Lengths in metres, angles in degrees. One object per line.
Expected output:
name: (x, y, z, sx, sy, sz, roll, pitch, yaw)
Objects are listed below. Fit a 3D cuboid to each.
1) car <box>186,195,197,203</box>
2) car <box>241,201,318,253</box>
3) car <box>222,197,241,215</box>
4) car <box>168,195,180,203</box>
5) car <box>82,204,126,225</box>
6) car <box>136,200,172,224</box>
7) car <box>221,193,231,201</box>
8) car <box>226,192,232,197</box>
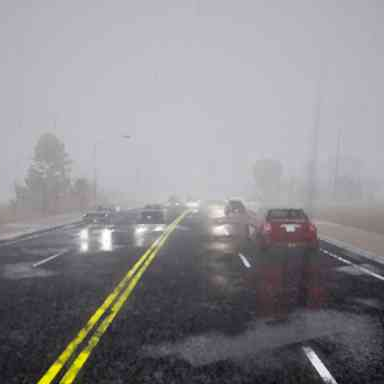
car: (-0.108, 1.375, 66.001, 2.128, 1.511, 4.902, 0, 0, 6)
car: (3.528, 1.337, 13.878, 2.097, 1.767, 4.553, 0, 0, 1)
car: (4.166, 1.478, 32.578, 1.812, 1.442, 4.674, 0, 0, 3)
car: (-3.507, 1.344, 64.462, 1.882, 1.535, 5.008, 0, 0, 5)
car: (-6.162, 1.565, 23.616, 1.895, 1.301, 4.718, 0, 0, 2)
car: (-2.863, 1.528, 24.688, 1.994, 1.385, 4.181, 0, 0, 2)
car: (8.097, 1.418, 81.627, 1.895, 1.301, 4.718, 0, 0, 7)
car: (9.457, 1.207, 92.435, 2.033, 1.649, 4.856, 0, 0, 8)
